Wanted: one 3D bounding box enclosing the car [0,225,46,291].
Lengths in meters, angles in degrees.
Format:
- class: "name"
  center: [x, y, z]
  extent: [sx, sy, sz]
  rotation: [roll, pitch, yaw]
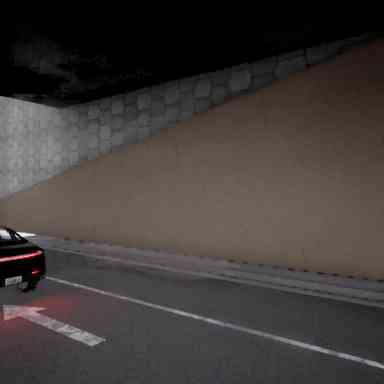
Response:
- class: "car"
  center: [-5.402, 1.491, 7.805]
  extent: [4.902, 1.511, 2.128]
  rotation: [0, 0, 35]
